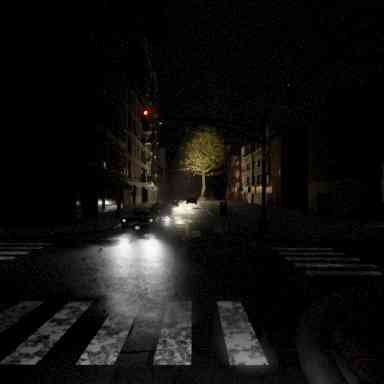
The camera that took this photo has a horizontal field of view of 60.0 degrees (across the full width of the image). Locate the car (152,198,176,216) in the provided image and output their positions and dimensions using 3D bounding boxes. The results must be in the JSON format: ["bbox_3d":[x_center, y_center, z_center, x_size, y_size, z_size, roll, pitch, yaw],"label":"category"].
[{"bbox_3d":[-2.926,1.545,32.198,1.994,1.385,4.181,0,0,0],"label":"car"}]

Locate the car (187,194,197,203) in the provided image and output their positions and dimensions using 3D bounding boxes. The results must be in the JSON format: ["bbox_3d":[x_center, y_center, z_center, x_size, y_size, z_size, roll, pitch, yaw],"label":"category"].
[{"bbox_3d":[-0.070,1.330,69.350,2.097,1.767,4.553,0,0,0],"label":"car"}]

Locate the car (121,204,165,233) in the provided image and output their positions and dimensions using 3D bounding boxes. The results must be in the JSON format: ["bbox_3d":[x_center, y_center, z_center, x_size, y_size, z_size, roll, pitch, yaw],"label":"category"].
[{"bbox_3d":[-2.903,1.591,19.863,1.895,1.301,4.718,0,0,0],"label":"car"}]

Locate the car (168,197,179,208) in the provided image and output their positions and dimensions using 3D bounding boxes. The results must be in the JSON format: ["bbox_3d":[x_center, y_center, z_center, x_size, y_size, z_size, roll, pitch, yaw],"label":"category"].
[{"bbox_3d":[-2.916,1.483,48.999,1.837,1.490,4.892,0,0,0],"label":"car"}]

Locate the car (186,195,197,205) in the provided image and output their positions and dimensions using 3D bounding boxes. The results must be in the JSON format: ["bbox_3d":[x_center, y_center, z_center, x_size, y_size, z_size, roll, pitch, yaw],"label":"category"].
[{"bbox_3d":[-0.046,1.454,59.375,1.882,1.535,5.008,0,0,0],"label":"car"}]
